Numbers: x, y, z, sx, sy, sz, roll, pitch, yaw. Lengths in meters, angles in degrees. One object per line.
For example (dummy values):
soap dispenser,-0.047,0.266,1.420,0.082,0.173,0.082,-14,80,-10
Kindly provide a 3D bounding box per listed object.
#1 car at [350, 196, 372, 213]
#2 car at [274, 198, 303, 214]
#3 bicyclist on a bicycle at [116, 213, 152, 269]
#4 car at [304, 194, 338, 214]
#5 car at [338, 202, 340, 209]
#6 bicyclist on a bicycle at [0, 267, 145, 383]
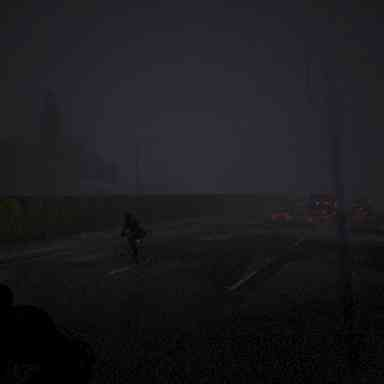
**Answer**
car,19.266,1.505,37.938,1.837,1.490,4.892,0,0,28
car,10.240,1.478,35.937,1.882,1.535,5.008,0,0,28
bicyclist on a bicycle,-1.789,1.455,9.952,1.656,1.620,0.582,-3,-2,40
car,13.660,1.221,35.051,2.150,2.045,5.566,0,0,29
car,18.224,1.601,43.538,1.895,1.301,4.718,0,0,29
bicyclist on a bicycle,-1.167,1.455,2.285,1.656,1.620,0.582,-2,0,-5
